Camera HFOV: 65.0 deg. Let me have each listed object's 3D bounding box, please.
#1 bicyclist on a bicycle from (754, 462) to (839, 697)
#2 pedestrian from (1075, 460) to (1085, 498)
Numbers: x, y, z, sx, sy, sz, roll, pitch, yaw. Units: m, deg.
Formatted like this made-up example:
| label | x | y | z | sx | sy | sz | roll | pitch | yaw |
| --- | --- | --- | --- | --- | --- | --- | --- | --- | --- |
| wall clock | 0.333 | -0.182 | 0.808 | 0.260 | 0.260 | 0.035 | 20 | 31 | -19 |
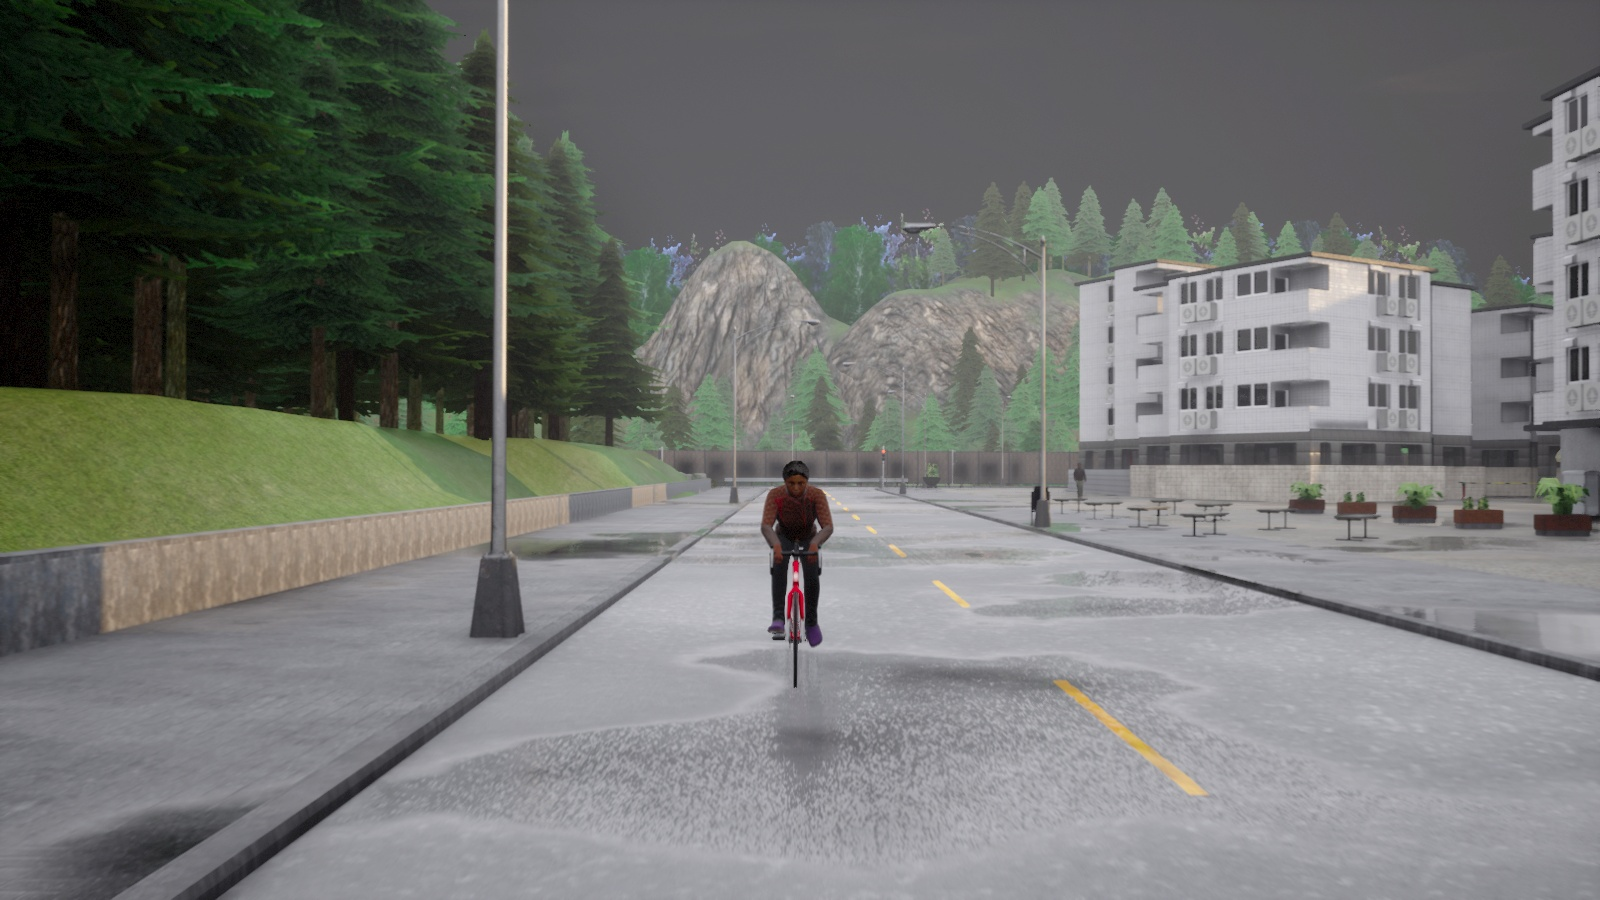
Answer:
| label | x | y | z | sx | sy | sz | roll | pitch | yaw |
| --- | --- | --- | --- | --- | --- | --- | --- | --- | --- |
| bicyclist on a bicycle | -0.025 | 0.909 | 9.554 | 0.582 | 1.620 | 1.656 | 0 | 0 | 0 |
| pedestrian | 13.595 | 1.385 | 60.981 | 0.431 | 1.840 | 0.703 | 0 | -1 | 9 |
